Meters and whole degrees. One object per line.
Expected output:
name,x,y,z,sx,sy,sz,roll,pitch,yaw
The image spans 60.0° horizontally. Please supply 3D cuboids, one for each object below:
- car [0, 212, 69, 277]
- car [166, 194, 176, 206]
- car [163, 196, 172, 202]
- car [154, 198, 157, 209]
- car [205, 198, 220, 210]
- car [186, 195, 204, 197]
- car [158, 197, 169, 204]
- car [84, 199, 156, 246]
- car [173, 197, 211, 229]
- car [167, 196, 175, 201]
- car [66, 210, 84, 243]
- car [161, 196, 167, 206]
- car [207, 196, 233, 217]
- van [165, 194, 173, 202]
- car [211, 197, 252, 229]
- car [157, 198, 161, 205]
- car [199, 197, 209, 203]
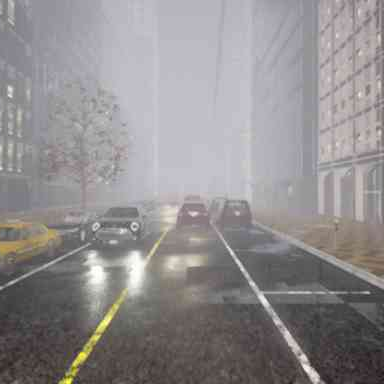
car,-5.694,1.553,10.383,1.752,1.417,4.829,0,0,0
car,-3.094,1.602,56.421,1.882,1.535,5.008,0,0,0
car,-5.730,1.704,78.861,1.887,1.381,4.507,0,0,0
car,-5.709,1.643,39.016,2.008,1.369,4.403,0,0,0
car,2.669,1.629,44.870,1.752,1.417,4.829,0,0,0
car,0.076,1.318,40.313,2.150,2.045,5.566,0,0,0
car,-5.724,1.693,67.477,2.008,1.369,4.403,0,0,0
car,-3.109,1.391,15.356,2.097,1.767,4.553,0,0,0
car,0.087,1.407,22.177,2.097,1.767,4.553,0,0,0
car,-5.736,1.757,90.246,1.802,1.307,4.206,0,0,0
car,-5.697,1.592,16.246,2.008,1.369,4.403,0,0,0
car,-5.718,1.706,56.091,1.802,1.307,4.206,0,0,0
car,2.676,1.396,33.317,2.192,1.841,5.009,0,0,0
van,-5.732,1.509,84.554,1.690,1.788,3.998,0,0,0
car,2.682,1.370,21.932,2.192,1.841,5.009,0,0,0
car,-5.712,1.669,44.708,1.947,1.339,4.313,0,0,0
car,2.654,1.717,73.161,1.947,1.339,4.313,0,0,0
